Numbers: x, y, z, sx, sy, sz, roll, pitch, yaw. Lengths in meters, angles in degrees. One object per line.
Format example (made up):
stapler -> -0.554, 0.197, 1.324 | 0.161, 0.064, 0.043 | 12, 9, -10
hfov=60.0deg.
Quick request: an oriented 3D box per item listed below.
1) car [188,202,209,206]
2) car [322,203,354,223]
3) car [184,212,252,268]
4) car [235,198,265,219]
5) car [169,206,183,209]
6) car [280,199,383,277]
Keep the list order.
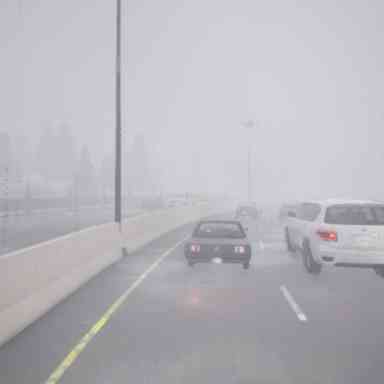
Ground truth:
car -> 1.729, 1.413, 40.367 | 1.882, 1.535, 5.008 | 0, 0, 24
car -> 11.555, 1.601, 26.570 | 1.895, 1.301, 4.718 | 0, 0, 18
car -> 0.966, 1.585, 11.294 | 1.895, 1.301, 4.718 | 0, 0, 7
car -> 4.899, 1.495, 28.574 | 1.812, 1.442, 4.674 | 0, 0, 18
car -> -1.203, 1.144, 42.437 | 2.150, 2.045, 5.566 | 0, 0, 25
car -> 4.389, 1.221, 10.505 | 2.150, 2.045, 5.566 | 0, 0, 7
